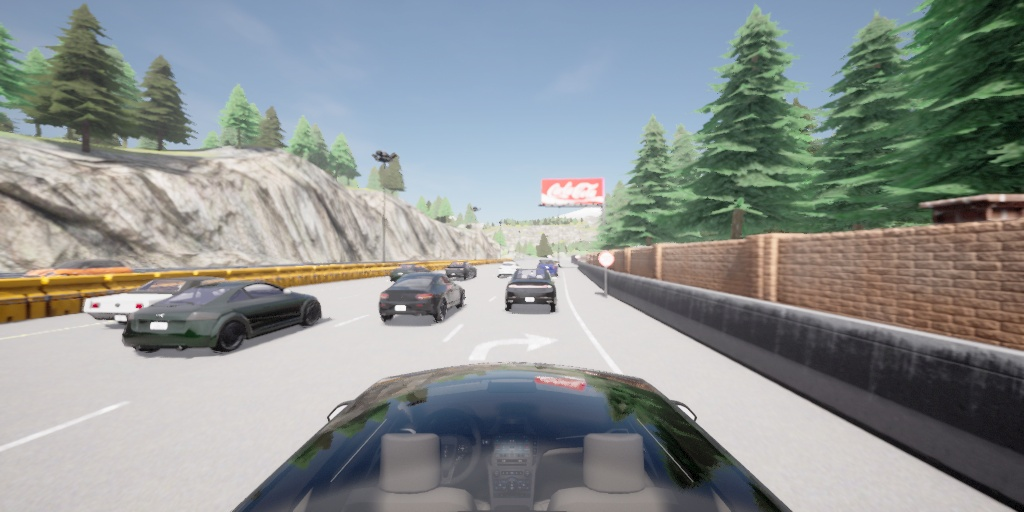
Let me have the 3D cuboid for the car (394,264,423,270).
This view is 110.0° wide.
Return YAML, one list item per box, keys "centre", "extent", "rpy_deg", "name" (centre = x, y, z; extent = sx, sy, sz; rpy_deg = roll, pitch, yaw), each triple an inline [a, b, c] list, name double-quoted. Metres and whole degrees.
- centre: [-8.044, 1.294, 28.616]
  extent: [1.994, 1.385, 4.181]
  rpy_deg: [0, 0, 7]
  name: "car"

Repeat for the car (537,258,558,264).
- centre: [3.491, 1.115, 35.748]
  extent: [2.097, 1.767, 4.553]
  rpy_deg: [0, 0, 8]
  name: "car"

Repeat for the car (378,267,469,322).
- centre: [-2.892, 1.268, 12.156]
  extent: [1.812, 1.442, 4.674]
  rpy_deg: [0, 0, 4]
  name: "car"

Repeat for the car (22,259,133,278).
- centre: [-26.703, 1.027, 22.245]
  extent: [2.097, 1.767, 4.553]
  rpy_deg: [0, 0, 7]
  name: "car"

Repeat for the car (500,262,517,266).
- centre: [-0.214, 1.278, 34.558]
  extent: [1.812, 1.442, 4.674]
  rpy_deg: [0, 0, 7]
  name: "car"

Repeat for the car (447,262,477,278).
- centre: [-4.271, 1.232, 30.492]
  extent: [2.128, 1.511, 4.902]
  rpy_deg: [0, 0, 7]
  name: "car"

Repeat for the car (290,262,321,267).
- centre: [-18.423, 1.264, 31.814]
  extent: [1.994, 1.385, 4.181]
  rpy_deg: [0, 0, 8]
  name: "car"

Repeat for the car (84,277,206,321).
- centre: [-9.981, 1.323, 11.499]
  extent: [1.895, 1.301, 4.718]
  rpy_deg: [0, 0, 4]
  name: "car"

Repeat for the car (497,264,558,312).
- centre: [0.813, 1.245, 14.434]
  extent: [2.128, 1.511, 4.902]
  rpy_deg: [0, 0, 5]
  name: "car"

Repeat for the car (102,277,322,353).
- centre: [-6.605, 1.296, 8.809]
  extent: [1.994, 1.385, 4.181]
  rpy_deg: [0, 0, 3]
  name: "car"
